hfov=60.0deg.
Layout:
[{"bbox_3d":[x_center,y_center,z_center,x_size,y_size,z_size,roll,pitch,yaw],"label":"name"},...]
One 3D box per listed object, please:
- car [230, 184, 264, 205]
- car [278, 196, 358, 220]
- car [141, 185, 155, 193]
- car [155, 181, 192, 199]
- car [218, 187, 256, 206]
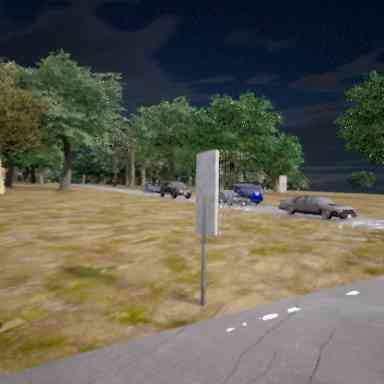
[{"bbox_3d":[5.015,0.183,34.513,2.150,2.045,5.566,2,2,-29],"label":"car"},{"bbox_3d":[8.247,0.966,22.383,2.033,1.411,5.357,2,2,-29],"label":"car"},{"bbox_3d":[-7.074,-0.553,55.683,1.994,1.385,4.181,2,2,-29],"label":"car"},{"bbox_3d":[-2.090,-0.280,40.569,2.150,2.045,5.566,2,2,-29],"label":"car"},{"bbox_3d":[3.206,0.520,31.247,2.033,1.411,5.357,1,2,-30],"label":"car"}]
